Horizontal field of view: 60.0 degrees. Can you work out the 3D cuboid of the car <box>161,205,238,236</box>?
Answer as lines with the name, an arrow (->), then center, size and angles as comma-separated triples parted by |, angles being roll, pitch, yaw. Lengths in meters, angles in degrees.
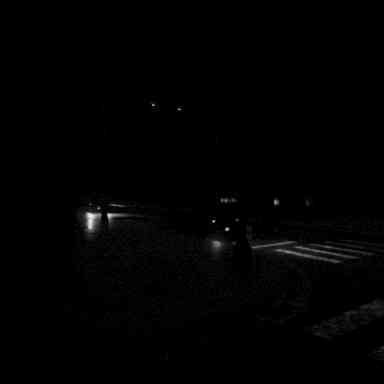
car -> 0.351, 1.373, 17.097 | 1.895, 1.301, 4.718 | 0, 1, -35

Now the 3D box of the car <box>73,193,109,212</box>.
car -> -9.437, 1.097, 31.018 | 1.895, 1.301, 4.718 | 0, 1, -35
